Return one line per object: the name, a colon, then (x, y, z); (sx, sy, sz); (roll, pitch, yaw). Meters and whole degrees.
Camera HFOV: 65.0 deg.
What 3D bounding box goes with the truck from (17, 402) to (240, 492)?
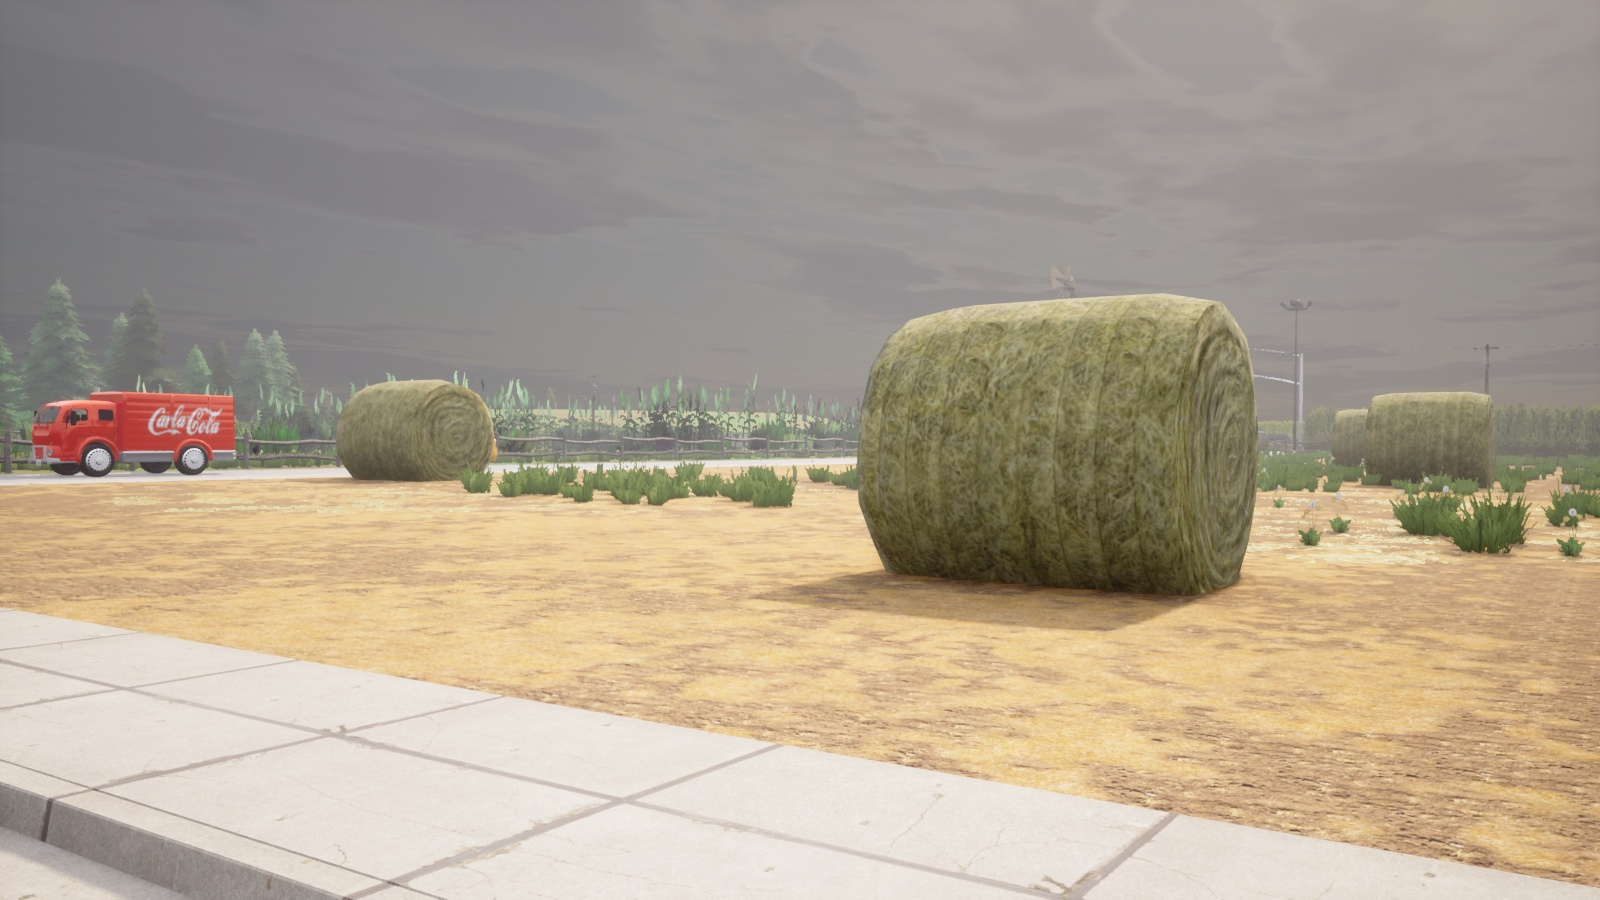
truck: (-19.894, -0.121, 37.444); (2.627, 2.467, 5.204); (0, 1, 36)
